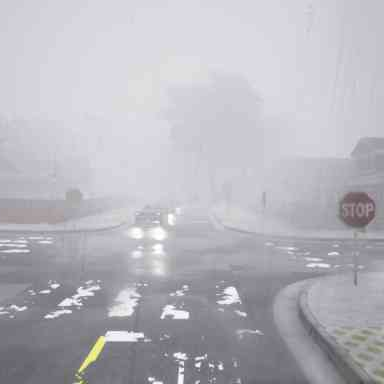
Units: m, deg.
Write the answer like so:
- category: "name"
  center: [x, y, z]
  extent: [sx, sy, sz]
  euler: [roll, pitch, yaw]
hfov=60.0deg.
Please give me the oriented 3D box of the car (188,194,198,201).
- category: "car"
  center: [0.264, 1.073, 66.777]
  extent: [1.994, 1.385, 4.181]
  euler: [0, 1, 0]

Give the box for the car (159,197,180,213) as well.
- category: "car"
  center: [-2.710, 1.342, 35.012]
  extent: [2.128, 1.511, 4.902]
  euler: [0, 1, 0]

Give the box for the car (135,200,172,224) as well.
- category: "car"
  center: [-2.833, 1.532, 24.343]
  extent: [1.895, 1.301, 4.718]
  euler: [0, 0, 3]

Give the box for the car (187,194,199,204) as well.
- category: "car"
  center: [0.222, 1.114, 56.356]
  extent: [1.882, 1.535, 5.008]
  euler: [0, 1, 0]
